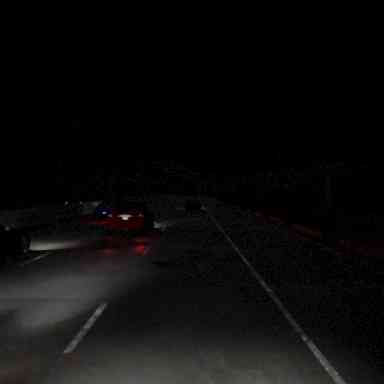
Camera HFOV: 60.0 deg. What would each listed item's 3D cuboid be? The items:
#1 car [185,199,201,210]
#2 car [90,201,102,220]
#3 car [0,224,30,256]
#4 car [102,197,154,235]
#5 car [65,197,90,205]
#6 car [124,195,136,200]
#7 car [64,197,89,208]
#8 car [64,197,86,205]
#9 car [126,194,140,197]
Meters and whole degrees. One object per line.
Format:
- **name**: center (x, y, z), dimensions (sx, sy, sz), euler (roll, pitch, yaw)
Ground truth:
- **car**: center (0.101, 1.586, 42.532), dimensions (1.994, 1.385, 4.181), euler (0, 0, 0)
- **car**: center (-6.900, 1.492, 28.586), dimensions (1.882, 1.535, 5.008), euler (0, 0, 0)
- **car**: center (-6.900, 1.531, 10.354), dimensions (1.812, 1.442, 4.674), euler (0, 0, 0)
- **car**: center (-3.400, 1.362, 19.104), dimensions (2.097, 1.767, 4.553), euler (0, 0, 0)
- **car**: center (-14.086, 1.373, 41.242), dimensions (2.097, 1.767, 4.553), euler (0, 0, 0)
- **car**: center (-17.073, 1.527, 91.783), dimensions (2.128, 1.511, 4.902), euler (0, 0, 2)
- **car**: center (-17.571, 1.573, 50.934), dimensions (2.033, 1.411, 5.357), euler (0, 0, 0)
- **car**: center (-21.019, 1.578, 59.886), dimensions (2.033, 1.411, 5.357), euler (0, 0, 1)
- **car**: center (-13.869, 1.394, 80.959), dimensions (2.097, 1.767, 4.553), euler (0, 0, 1)
